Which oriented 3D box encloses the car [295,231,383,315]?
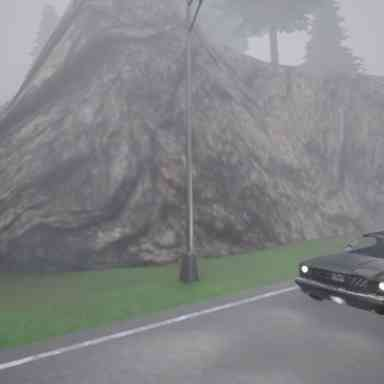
[{"bbox_3d":[4.341,1.562,7.088,4.718,1.301,1.895,0,0,-36],"label":"car"}]
